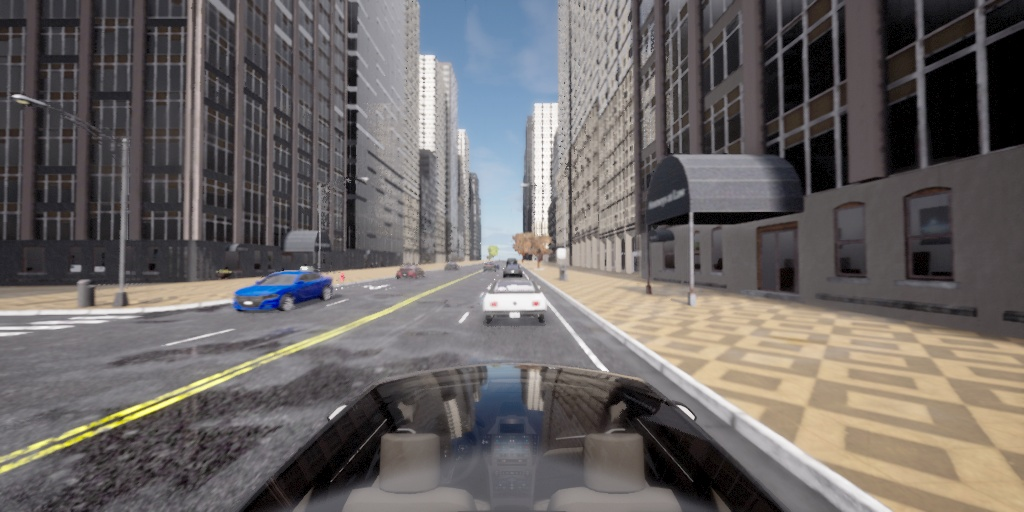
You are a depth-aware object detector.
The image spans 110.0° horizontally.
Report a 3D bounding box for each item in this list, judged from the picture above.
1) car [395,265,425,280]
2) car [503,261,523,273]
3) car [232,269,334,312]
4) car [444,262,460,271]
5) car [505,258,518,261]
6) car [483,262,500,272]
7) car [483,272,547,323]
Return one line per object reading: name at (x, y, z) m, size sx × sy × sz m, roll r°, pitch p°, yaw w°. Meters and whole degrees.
car at (-9.855, 1.544, 35.019) m, size 1.994 × 1.385 × 4.181 m, roll 0°, pitch 0°, yaw 0°
car at (0.084, 1.534, 37.588) m, size 1.994 × 1.385 × 4.181 m, roll 0°, pitch 0°, yaw 0°
car at (-9.850, 1.414, 15.872) m, size 1.882 × 1.535 × 5.008 m, roll 0°, pitch 2°, yaw 0°
car at (-9.782, 1.689, 58.512) m, size 1.994 × 1.385 × 4.181 m, roll 0°, pitch 0°, yaw 0°
car at (-0.025, 1.361, 65.143) m, size 2.150 × 2.045 × 5.566 m, roll 0°, pitch 0°, yaw 0°
car at (-3.270, 1.568, 53.451) m, size 2.128 × 1.511 × 4.902 m, roll 0°, pitch 0°, yaw 0°
car at (0.085, 1.434, 12.574) m, size 1.895 × 1.301 × 4.718 m, roll -1°, pitch 0°, yaw 0°
